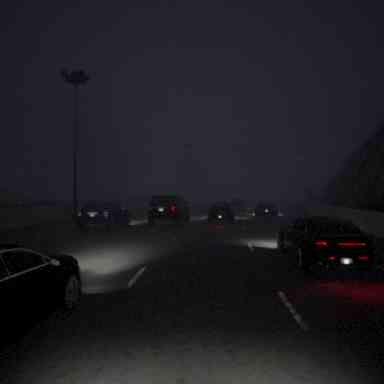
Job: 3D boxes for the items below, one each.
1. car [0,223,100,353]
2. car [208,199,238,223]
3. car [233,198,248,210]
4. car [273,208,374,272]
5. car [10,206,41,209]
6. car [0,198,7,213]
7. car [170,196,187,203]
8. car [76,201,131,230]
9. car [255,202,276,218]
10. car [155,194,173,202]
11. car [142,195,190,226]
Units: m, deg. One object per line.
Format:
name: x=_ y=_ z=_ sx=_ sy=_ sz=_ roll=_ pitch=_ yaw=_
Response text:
car: x=-3.219 y=1.485 z=4.849 sx=2.128 sy=1.511 sz=4.902 roll=0 pitch=0 yaw=2
car: x=2.323 y=1.500 z=25.565 sx=1.837 sy=1.490 sz=4.892 roll=0 pitch=-1 yaw=9
car: x=5.965 y=1.504 z=42.432 sx=1.837 sy=1.490 sz=4.892 roll=0 pitch=0 yaw=15
car: x=4.108 y=1.509 z=10.897 sx=1.837 sy=1.490 sz=4.892 roll=0 pitch=0 yaw=4
car: x=-14.634 y=1.460 z=31.326 sx=2.128 sy=1.511 sz=4.902 roll=0 pitch=0 yaw=10
car: x=-21.365 y=1.448 z=33.402 sx=2.128 sy=1.511 sz=4.902 roll=0 pitch=0 yaw=11
car: x=-2.899 y=1.513 z=70.830 sx=1.994 sy=1.385 sz=4.181 roll=0 pitch=0 yaw=22
car: x=-5.404 y=1.338 z=20.962 sx=2.097 sy=1.767 sz=4.553 roll=0 pitch=0 yaw=7
car: x=6.718 y=1.567 z=30.252 sx=1.994 sy=1.385 sz=4.181 roll=0 pitch=0 yaw=11
car: x=-6.073 y=1.307 z=72.307 sx=2.097 sy=1.767 sz=4.553 roll=0 pitch=0 yaw=22
car: x=-1.545 y=1.213 z=23.611 sx=2.150 sy=2.045 sz=5.566 roll=0 pitch=0 yaw=8
